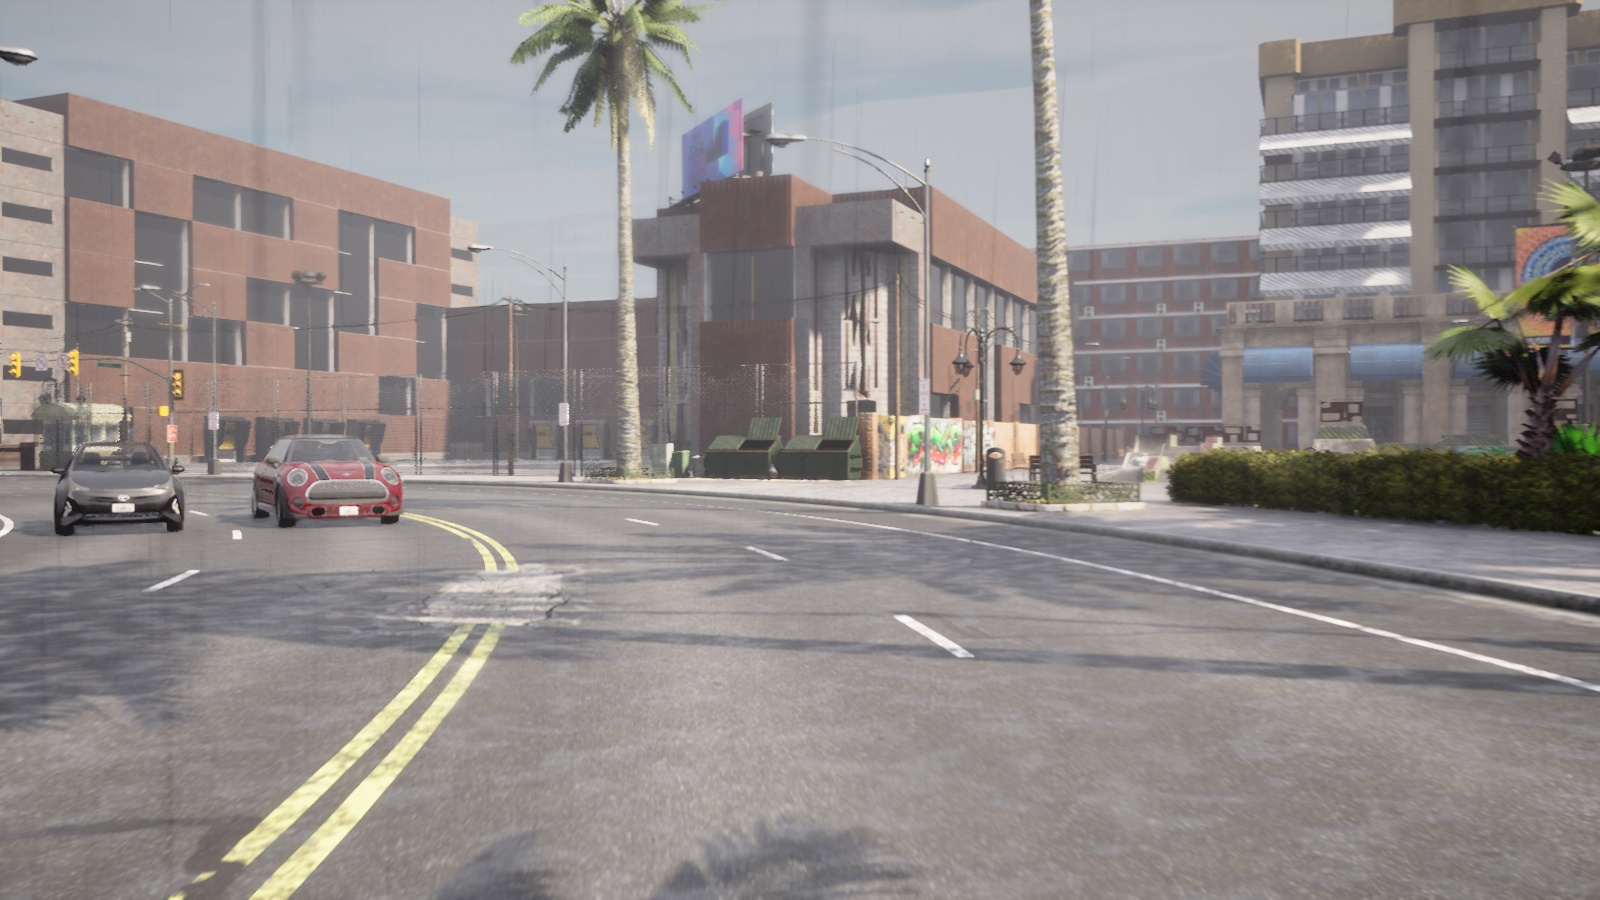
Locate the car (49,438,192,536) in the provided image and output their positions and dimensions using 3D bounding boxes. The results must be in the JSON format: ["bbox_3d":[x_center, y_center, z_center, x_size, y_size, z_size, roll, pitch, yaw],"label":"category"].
[{"bbox_3d":[-12.011,0.568,22.082,2.007,1.525,4.514,0,0,-30],"label":"car"}]

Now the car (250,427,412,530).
[{"bbox_3d":[-9.030,0.469,23.913,2.097,1.767,4.553,0,0,-31],"label":"car"}]
